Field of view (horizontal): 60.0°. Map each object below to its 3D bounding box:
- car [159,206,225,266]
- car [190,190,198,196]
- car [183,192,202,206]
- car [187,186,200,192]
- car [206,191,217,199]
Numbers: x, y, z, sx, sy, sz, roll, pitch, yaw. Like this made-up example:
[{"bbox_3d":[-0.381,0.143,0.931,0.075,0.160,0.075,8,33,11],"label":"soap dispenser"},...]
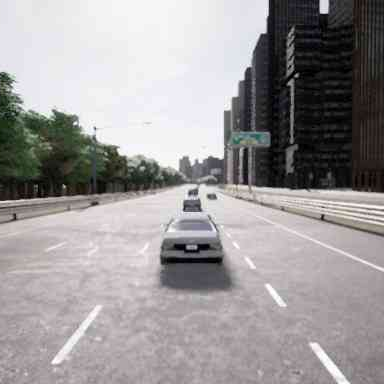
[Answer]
[{"bbox_3d":[-0.009,1.423,10.961,2.033,1.411,5.357,0,1,0],"label":"car"},{"bbox_3d":[0.494,0.268,87.388,2.033,1.411,5.357,0,1,1],"label":"car"},{"bbox_3d":[0.017,1.076,34.966,2.128,1.511,4.902,0,1,0],"label":"car"},{"bbox_3d":[0.243,0.328,67.533,2.150,2.045,5.566,0,1,1],"label":"car"},{"bbox_3d":[3.827,0.623,65.760,2.128,1.511,4.902,0,1,1],"label":"car"}]
